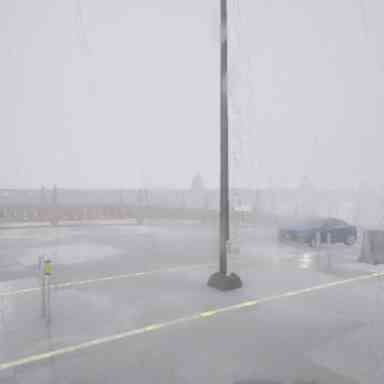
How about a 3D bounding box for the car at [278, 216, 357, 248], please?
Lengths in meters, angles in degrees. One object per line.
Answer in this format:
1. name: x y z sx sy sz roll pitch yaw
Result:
1. car: 6.593 1.988 17.291 5.008 1.535 1.882 5 -3 -35
